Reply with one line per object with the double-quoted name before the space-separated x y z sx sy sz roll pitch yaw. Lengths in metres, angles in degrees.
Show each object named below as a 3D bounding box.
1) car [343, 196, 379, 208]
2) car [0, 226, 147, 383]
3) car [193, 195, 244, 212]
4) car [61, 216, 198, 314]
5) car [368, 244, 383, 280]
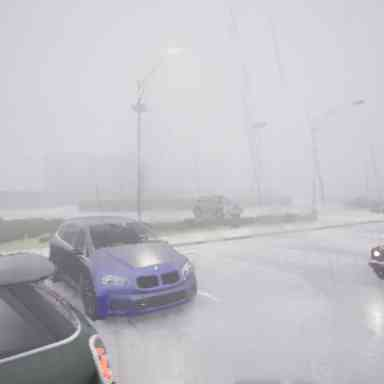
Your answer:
"car" 20.254 1.240 39.744 1.784 1.438 3.905 0 0 -35
"car" -2.810 1.360 1.985 4.553 1.767 2.097 -1 0 -35
"car" 1.983 1.189 26.646 1.932 1.855 4.605 0 0 -35
"car" -1.836 1.460 7.739 2.242 1.667 4.611 0 0 -35
"car" 6.534 1.529 8.535 4.718 1.301 1.895 0 0 -35
